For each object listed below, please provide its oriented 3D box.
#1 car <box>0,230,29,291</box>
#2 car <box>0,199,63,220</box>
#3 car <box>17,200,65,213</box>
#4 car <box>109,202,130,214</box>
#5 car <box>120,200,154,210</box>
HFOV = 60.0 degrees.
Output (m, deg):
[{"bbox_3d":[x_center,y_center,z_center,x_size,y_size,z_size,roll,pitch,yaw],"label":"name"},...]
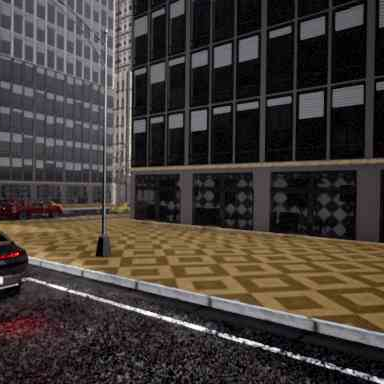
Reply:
[{"bbox_3d":[-5.750,1.498,7.816,4.892,1.490,1.837,-1,0,36],"label":"car"},{"bbox_3d":[-14.181,1.517,29.677,2.192,1.841,5.009,1,0,37],"label":"car"},{"bbox_3d":[-17.646,1.640,39.064,1.752,1.417,4.829,1,0,37],"label":"car"},{"bbox_3d":[-7.351,1.828,38.865,1.752,1.417,4.829,1,0,37],"label":"car"},{"bbox_3d":[-7.851,1.870,47.876,1.895,1.301,4.718,1,0,37],"label":"car"}]
